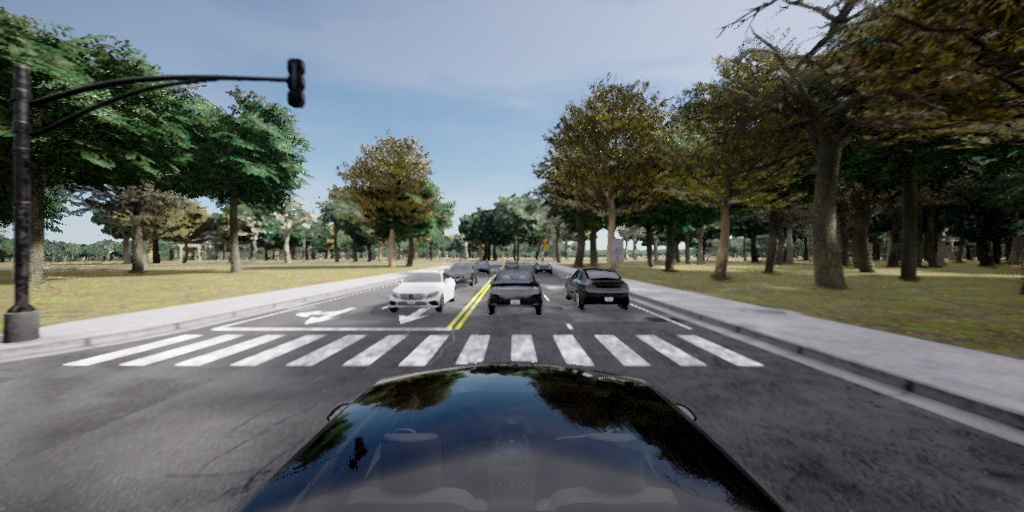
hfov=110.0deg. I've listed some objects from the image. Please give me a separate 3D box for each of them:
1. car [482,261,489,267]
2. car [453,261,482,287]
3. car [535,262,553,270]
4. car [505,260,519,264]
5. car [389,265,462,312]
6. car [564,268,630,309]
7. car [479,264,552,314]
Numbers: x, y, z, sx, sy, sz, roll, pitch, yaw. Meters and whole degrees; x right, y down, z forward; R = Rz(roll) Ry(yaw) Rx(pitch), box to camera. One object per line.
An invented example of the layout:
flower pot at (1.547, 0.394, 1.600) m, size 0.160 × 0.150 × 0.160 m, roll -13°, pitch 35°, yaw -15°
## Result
car at (-3.317, 1.246, 39.731) m, size 2.033 × 1.411 × 5.357 m, roll 0°, pitch 0°, yaw 0°
car at (-3.340, 1.229, 24.356) m, size 1.837 × 1.490 × 4.892 m, roll 0°, pitch 0°, yaw 0°
car at (3.355, 1.300, 39.967) m, size 1.895 × 1.301 × 4.718 m, roll 0°, pitch 0°, yaw 0°
car at (0.004, 1.180, 44.970) m, size 2.128 × 1.511 × 4.902 m, roll 0°, pitch 0°, yaw 0°
car at (-3.345, 1.262, 14.215) m, size 1.812 × 1.442 × 4.674 m, roll 0°, pitch 0°, yaw 0°
car at (3.351, 1.241, 14.806) m, size 1.837 × 1.490 × 4.892 m, roll 0°, pitch 0°, yaw 0°
car at (0.103, 1.229, 13.684) m, size 2.128 × 1.511 × 4.902 m, roll 0°, pitch 0°, yaw 0°
